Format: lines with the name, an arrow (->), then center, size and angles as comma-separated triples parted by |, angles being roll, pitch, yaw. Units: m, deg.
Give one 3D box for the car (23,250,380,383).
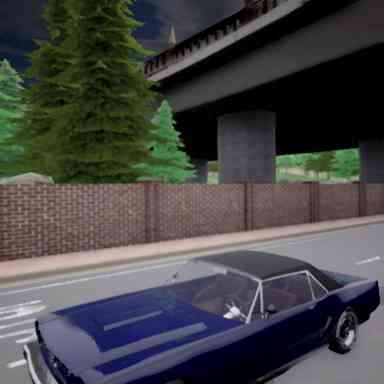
car -> 0.474, 1.562, 4.370 | 4.718, 1.301, 1.895 | -1, 1, -37
